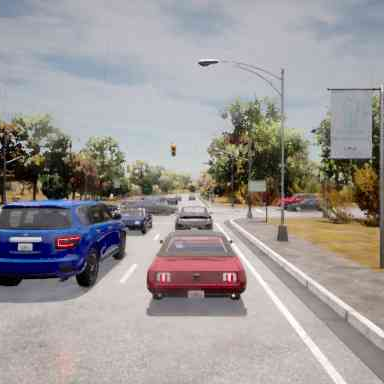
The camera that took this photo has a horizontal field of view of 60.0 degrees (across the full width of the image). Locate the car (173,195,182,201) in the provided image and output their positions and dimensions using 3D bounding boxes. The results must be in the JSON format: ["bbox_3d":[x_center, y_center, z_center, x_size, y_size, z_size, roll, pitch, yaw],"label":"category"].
[{"bbox_3d":[-3.489,1.540,82.798,2.033,1.411,5.357,0,0,0],"label":"car"}]

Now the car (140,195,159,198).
[{"bbox_3d":[-7.074,1.526,56.137,1.812,1.442,4.674,0,0,0],"label":"car"}]

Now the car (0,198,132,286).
[{"bbox_3d":[-3.403,1.221,9.507,2.150,2.045,5.566,0,0,0],"label":"car"}]

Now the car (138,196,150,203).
[{"bbox_3d":[-10.490,1.552,72.530,1.994,1.385,4.181,0,0,0],"label":"car"}]

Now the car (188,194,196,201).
[{"bbox_3d":[0.011,1.533,85.090,2.033,1.411,5.357,0,0,0],"label":"car"}]

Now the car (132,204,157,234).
[{"bbox_3d":[-3.398,1.601,19.261,1.895,1.301,4.718,0,0,0],"label":"car"}]

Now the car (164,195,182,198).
[{"bbox_3d":[-3.391,1.491,59.591,2.128,1.511,4.902,0,0,0],"label":"car"}]

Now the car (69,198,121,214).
[{"bbox_3d":[-10.302,1.477,35.513,5.008,1.535,1.882,0,0,3],"label":"car"}]

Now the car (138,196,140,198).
[{"bbox_3d":[-10.538,1.525,63.806,1.812,1.442,4.674,0,0,1],"label":"car"}]

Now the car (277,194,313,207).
[{"bbox_3d":[13.448,1.221,41.382,5.566,2.045,2.150,0,0,4],"label":"car"}]

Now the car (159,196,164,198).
[{"bbox_3d":[-7.023,1.477,65.467,1.882,1.535,5.008,0,0,1],"label":"car"}]

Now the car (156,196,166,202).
[{"bbox_3d":[-6.990,1.595,75.772,1.895,1.301,4.718,0,0,0],"label":"car"}]

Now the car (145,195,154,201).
[{"bbox_3d":[-10.489,1.523,82.558,1.812,1.442,4.674,0,0,0],"label":"car"}]

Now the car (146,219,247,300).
[{"bbox_3d":[0.104,1.601,8.353,1.895,1.301,4.718,0,0,0],"label":"car"}]

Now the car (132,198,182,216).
[{"bbox_3d":[-3.790,1.547,31.638,5.357,1.411,2.033,0,0,3],"label":"car"}]

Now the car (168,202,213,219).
[{"bbox_3d":[0.103,1.491,17.623,2.128,1.511,4.902,0,0,0],"label":"car"}]

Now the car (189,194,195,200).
[{"bbox_3d":[0.013,1.360,95.509,1.882,1.535,5.008,0,0,0],"label":"car"}]

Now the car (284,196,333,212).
[{"bbox_3d":[13.401,1.505,37.865,4.892,1.490,1.837,0,0,3],"label":"car"}]

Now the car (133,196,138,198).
[{"bbox_3d":[-10.580,1.601,54.771,1.895,1.301,4.718,0,0,0],"label":"car"}]
